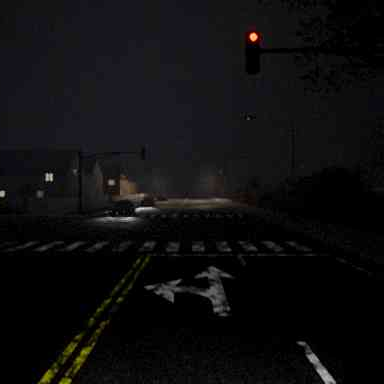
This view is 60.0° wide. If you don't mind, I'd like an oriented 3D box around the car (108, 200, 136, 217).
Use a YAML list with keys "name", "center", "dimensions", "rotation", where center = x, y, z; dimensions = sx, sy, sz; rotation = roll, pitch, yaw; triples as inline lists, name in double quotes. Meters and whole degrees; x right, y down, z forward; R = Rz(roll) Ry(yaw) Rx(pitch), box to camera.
- name: "car"
  center: [-6.463, 1.527, 31.089]
  dimensions: [1.837, 1.490, 4.892]
  rotation: [0, 2, 0]

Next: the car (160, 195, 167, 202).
- name: "car"
  center: [-6.416, 1.433, 71.765]
  dimensions: [1.994, 1.385, 4.181]
  rotation: [0, 0, 0]

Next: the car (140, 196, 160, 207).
- name: "car"
  center: [-6.443, 1.475, 49.105]
  dimensions: [2.128, 1.511, 4.902]
  rotation: [0, 1, 0]
